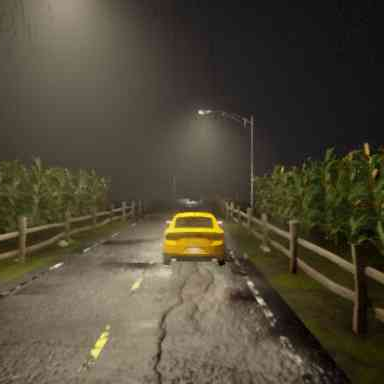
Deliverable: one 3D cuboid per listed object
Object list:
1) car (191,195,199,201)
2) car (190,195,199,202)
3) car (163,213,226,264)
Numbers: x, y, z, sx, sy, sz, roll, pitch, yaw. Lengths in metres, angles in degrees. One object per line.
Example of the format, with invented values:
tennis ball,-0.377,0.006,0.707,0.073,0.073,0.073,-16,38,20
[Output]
car,0.639,1.465,82.114,1.882,1.535,5.008,0,0,0
car,0.561,1.337,72.167,2.097,1.767,4.553,0,0,0
car,0.082,1.464,11.761,1.882,1.535,5.008,0,0,0
